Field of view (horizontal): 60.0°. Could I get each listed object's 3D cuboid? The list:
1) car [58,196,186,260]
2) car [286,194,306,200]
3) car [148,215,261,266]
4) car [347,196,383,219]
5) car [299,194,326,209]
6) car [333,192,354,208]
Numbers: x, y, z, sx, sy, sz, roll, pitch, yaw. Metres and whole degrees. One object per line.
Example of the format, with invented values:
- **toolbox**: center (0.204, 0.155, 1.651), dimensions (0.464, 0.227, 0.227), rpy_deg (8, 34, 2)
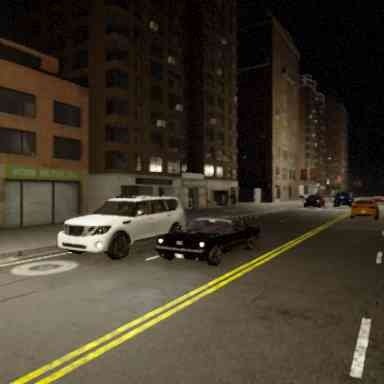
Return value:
- **car**: center (-2.310, 1.183, 12.818), dimensions (2.150, 2.045, 5.566), rpy_deg (0, 0, 31)
- **car**: center (26.205, 1.191, 83.675), dimensions (4.313, 1.339, 1.947), rpy_deg (0, 0, 31)
- **car**: center (0.771, 1.556, 11.628), dimensions (1.895, 1.301, 4.718), rpy_deg (0, 0, 31)
- **car**: center (14.225, 1.328, 27.192), dimensions (1.882, 1.535, 5.008), rpy_deg (0, 0, 31)
- **car**: center (15.663, 1.141, 42.495), dimensions (2.097, 1.767, 4.553), rpy_deg (0, 0, 31)
- **car**: center (19.507, 0.993, 42.559), dimensions (2.150, 2.045, 5.566), rpy_deg (0, 1, 31)
